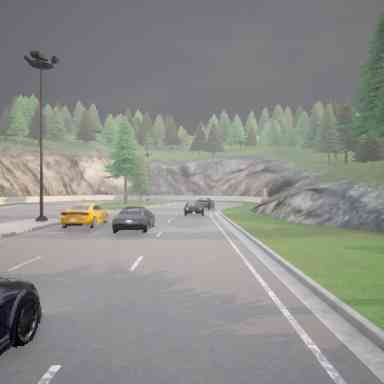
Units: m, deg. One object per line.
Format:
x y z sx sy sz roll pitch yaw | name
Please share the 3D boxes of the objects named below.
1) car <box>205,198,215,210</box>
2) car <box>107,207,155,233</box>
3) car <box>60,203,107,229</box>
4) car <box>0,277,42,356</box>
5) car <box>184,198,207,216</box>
1.760 1.491 42.857 2.128 1.511 4.902 0 0 14 | car
-3.400 1.564 19.910 1.994 1.385 4.181 0 0 0 | car
-6.898 1.477 21.790 1.882 1.535 5.008 0 0 0 | car
-3.399 1.564 3.663 1.994 1.385 4.181 0 0 0 | car
0.265 1.601 32.797 1.895 1.301 4.718 0 0 2 | car
